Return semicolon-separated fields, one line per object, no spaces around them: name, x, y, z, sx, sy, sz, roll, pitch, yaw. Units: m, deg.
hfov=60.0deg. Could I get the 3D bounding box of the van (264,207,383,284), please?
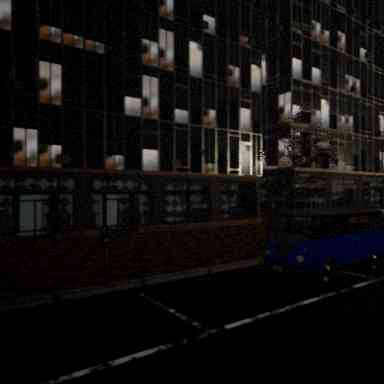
van;3.780;1.324;9.256;3.998;1.788;1.690;0;0;-36
